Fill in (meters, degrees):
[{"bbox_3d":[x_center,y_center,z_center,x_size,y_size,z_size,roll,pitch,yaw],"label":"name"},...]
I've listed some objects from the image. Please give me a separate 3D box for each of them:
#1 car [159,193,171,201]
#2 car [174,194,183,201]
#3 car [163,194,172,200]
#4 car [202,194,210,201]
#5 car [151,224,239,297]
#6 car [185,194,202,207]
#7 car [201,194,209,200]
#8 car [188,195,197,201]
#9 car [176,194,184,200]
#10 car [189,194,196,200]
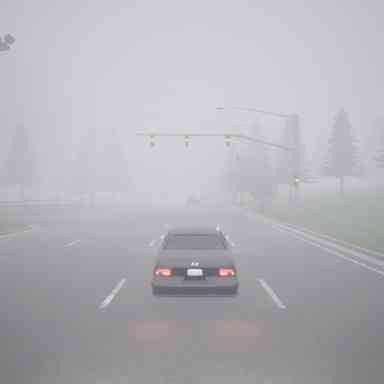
[{"bbox_3d":[-6.913,1.214,83.446,2.150,2.045,5.566,0,0,0],"label":"car"},{"bbox_3d":[-3.413,1.514,83.829,1.812,1.442,4.674,0,0,0],"label":"car"},{"bbox_3d":[-6.902,1.382,93.836,1.994,1.385,4.181,0,0,0],"label":"car"},{"bbox_3d":[3.587,1.489,83.405,1.837,1.490,4.892,0,0,0],"label":"car"},{"bbox_3d":[0.075,1.547,8.726,2.033,1.411,5.357,0,0,0],"label":"car"},{"bbox_3d":[0.053,1.350,52.765,2.097,1.767,4.553,0,0,0],"label":"car"},{"bbox_3d":[3.598,1.307,93.825,1.882,1.535,5.008,0,0,0],"label":"car"},{"bbox_3d":[0.087,1.529,83.408,2.033,1.411,5.357,0,0,0],"label":"car"},{"bbox_3d":[-3.402,1.354,93.832,2.128,1.511,4.902,0,0,0],"label":"car"},{"bbox_3d":[0.098,1.307,93.828,1.882,1.535,5.008,0,0,0],"label":"car"}]
